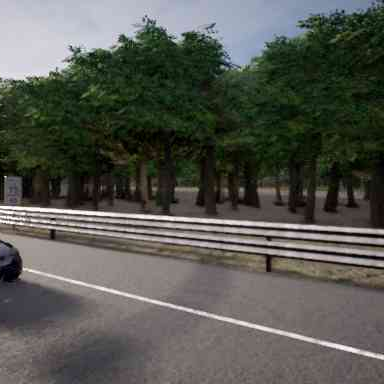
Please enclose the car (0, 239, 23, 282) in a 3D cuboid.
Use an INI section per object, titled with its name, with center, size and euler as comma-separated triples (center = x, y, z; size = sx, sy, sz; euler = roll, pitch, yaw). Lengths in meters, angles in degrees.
[car]
center = -6.115, 1.506, 8.318
size = 4.181, 1.385, 1.994
euler = 0, 0, 35
